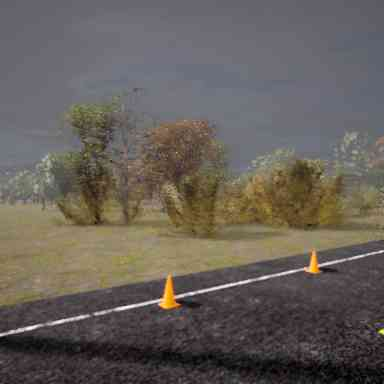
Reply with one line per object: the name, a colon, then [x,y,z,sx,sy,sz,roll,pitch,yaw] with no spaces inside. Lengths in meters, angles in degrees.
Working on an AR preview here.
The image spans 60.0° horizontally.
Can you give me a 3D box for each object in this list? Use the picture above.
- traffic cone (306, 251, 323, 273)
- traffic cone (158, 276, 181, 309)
traffic cone: [3.543,2.006,9.638,0.340,0.580,0.340,0,0,-37]
traffic cone: [-0.453,1.979,6.693,0.340,0.580,0.340,0,0,-36]
